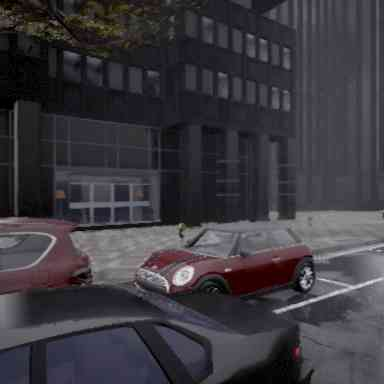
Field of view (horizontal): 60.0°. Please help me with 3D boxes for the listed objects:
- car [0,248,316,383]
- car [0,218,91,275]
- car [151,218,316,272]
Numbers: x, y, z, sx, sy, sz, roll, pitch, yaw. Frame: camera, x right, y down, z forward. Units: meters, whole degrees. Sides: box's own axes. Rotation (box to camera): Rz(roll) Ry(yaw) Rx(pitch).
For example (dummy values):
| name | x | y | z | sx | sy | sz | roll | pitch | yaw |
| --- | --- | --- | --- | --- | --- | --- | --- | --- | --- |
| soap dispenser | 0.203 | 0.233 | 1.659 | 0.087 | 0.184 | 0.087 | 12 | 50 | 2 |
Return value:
| name | x | y | z | sx | sy | sz | roll | pitch | yaw |
| --- | --- | --- | --- | --- | --- | --- | --- | --- | --- |
| car | -1.383 | 1.546 | 2.376 | 5.357 | 1.411 | 2.033 | 0 | 0 | -35 |
| car | -3.694 | 1.315 | 4.016 | 5.009 | 1.841 | 2.192 | 0 | 0 | -35 |
| car | 0.795 | 1.438 | 7.216 | 4.097 | 1.590 | 1.967 | 0 | 0 | -35 |
